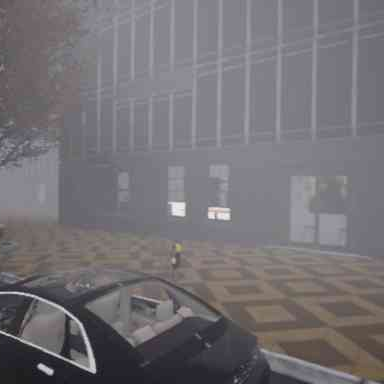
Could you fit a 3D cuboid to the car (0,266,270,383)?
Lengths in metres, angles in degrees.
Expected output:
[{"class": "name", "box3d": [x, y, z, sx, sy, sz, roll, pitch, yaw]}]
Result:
[{"class": "car", "box3d": [-1.362, 1.540, 3.680, 4.403, 1.369, 2.008, 0, 1, 36]}]
